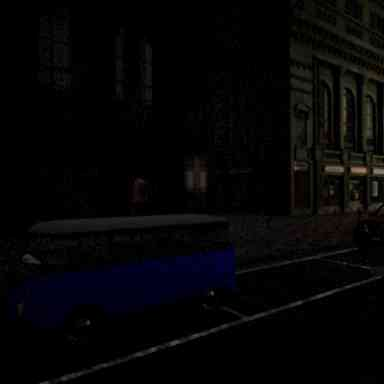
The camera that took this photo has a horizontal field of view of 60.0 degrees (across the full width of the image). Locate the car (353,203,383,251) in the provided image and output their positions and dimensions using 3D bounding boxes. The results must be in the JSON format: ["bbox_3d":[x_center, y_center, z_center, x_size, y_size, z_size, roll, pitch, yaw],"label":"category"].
[{"bbox_3d":[8.132,1.214,12.478,5.009,1.841,2.192,-1,0,-36],"label":"car"}]

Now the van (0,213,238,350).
[{"bbox_3d":[-1.033,1.325,5.917,3.998,1.788,1.690,-1,0,-36],"label":"van"}]
